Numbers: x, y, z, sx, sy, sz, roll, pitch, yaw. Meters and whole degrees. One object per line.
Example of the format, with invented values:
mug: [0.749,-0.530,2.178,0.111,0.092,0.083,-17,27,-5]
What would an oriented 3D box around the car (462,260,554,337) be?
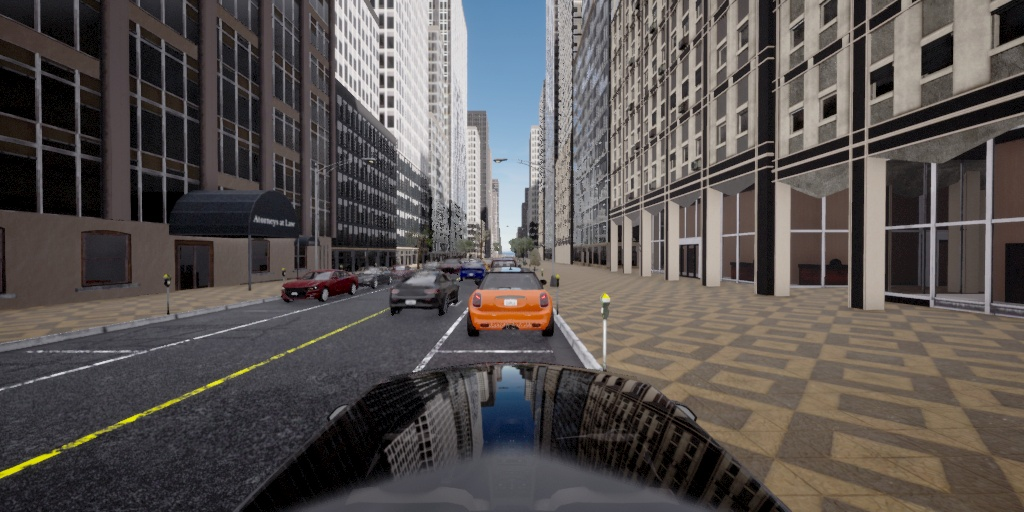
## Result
car: [-0.033,1.101,10.471,2.097,1.767,4.553,0,0,0]

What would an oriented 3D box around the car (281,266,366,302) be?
car: [-8.837,1.292,16.839,1.888,1.381,4.507,0,0,0]

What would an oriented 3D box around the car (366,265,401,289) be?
car: [-8.838,1.297,22.523,2.007,1.370,4.403,0,0,0]

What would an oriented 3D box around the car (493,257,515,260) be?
car: [-0.457,1.061,22.523,2.192,1.841,5.009,0,0,0]

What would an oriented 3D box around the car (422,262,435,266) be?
car: [-8.837,1.293,39.574,2.007,1.370,4.403,0,0,0]

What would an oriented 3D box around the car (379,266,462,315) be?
car: [-3.149,1.273,13.457,1.812,1.442,4.674,0,0,0]

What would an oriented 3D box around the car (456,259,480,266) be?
car: [-3.057,1.222,29.320,1.882,1.535,5.008,0,0,0]

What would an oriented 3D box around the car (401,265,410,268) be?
car: [-8.837,1.327,28.206,1.802,1.307,4.207,0,0,0]

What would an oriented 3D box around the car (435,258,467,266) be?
car: [-6.229,1.096,37.104,2.097,1.767,4.553,0,0,0]
